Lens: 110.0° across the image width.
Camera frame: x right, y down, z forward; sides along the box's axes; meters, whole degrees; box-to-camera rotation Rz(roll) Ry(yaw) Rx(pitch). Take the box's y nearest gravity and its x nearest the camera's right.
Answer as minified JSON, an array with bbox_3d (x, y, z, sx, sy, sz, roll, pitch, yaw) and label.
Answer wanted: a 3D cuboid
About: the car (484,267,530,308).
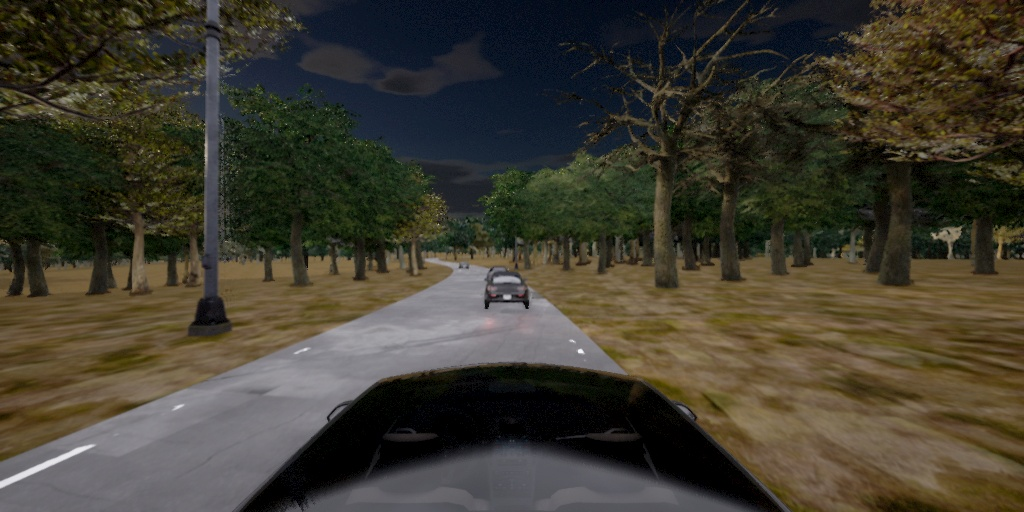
[{"bbox_3d":[-0.262,1.397,15.825,1.812,1.442,4.674,0,0,-2],"label":"car"}]
